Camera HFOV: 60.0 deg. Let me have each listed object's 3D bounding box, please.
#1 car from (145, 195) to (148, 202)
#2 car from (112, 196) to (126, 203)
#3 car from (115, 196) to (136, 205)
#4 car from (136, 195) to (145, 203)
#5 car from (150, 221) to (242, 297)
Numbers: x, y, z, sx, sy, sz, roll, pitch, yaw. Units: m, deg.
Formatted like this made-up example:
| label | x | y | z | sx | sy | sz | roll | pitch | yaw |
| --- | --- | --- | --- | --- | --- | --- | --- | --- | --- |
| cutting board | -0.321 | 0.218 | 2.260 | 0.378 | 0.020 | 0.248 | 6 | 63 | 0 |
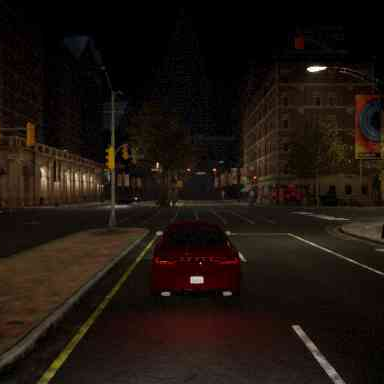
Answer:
| label | x | y | z | sx | sy | sz | roll | pitch | yaw |
| --- | --- | --- | --- | --- | --- | --- | --- | --- | --- |
| car | -11.765 | 1.481 | 79.263 | 1.882 | 1.535 | 5.008 | 0 | 0 | 0 |
| car | -14.979 | 1.597 | 68.839 | 1.895 | 1.301 | 4.718 | 0 | 0 | 0 |
| car | -11.753 | 1.603 | 58.711 | 1.895 | 1.301 | 4.718 | 0 | 0 | 0 |
| car | -11.730 | 1.543 | 68.784 | 2.033 | 1.411 | 5.357 | 0 | 0 | 0 |
| car | 0.054 | 1.478 | 8.637 | 1.882 | 1.535 | 5.008 | 0 | 0 | -1 |
